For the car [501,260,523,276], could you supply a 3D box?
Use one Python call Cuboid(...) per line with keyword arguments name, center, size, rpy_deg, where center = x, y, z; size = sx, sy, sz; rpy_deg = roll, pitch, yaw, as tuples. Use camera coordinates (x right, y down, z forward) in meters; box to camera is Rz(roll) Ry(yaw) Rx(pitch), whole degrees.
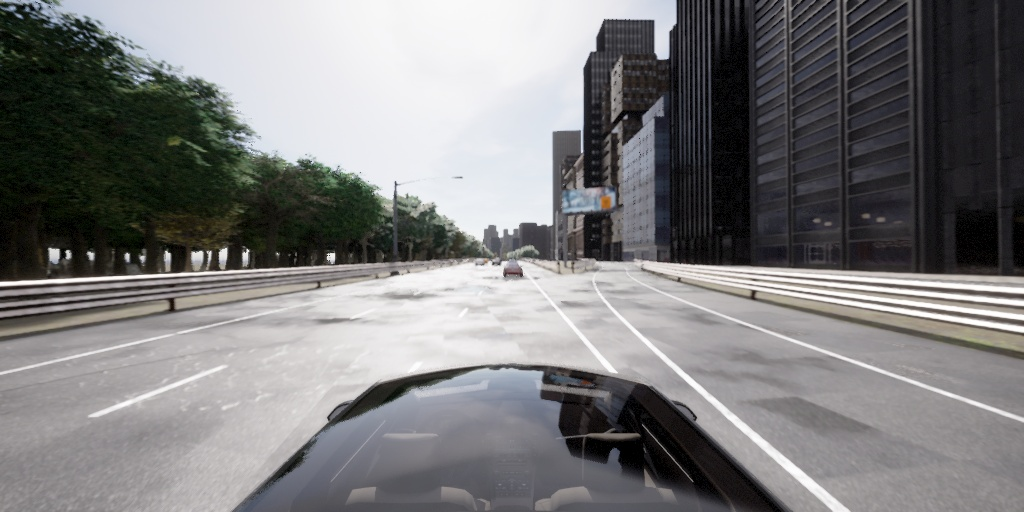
Cuboid(name="car", center=(0.108, 1.419, 38.280), size=(1.994, 1.385, 4.181), rpy_deg=(0, 0, 0))
